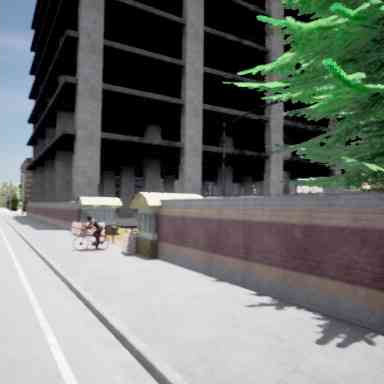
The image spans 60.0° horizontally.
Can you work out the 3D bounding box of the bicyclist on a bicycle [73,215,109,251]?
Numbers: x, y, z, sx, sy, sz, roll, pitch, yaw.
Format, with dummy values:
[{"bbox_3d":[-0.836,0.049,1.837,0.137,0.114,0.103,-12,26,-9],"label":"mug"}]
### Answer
[{"bbox_3d":[-4.585,1.891,15.266,1.656,1.620,0.582,2,-3,-31],"label":"bicyclist on a bicycle"}]
